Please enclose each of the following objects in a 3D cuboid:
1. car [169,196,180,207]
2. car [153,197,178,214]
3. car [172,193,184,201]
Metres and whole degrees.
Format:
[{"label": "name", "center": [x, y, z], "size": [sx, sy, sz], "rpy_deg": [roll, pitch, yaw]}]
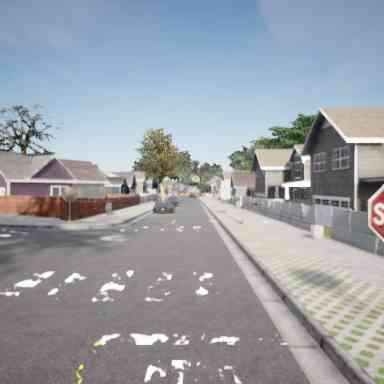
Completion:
[{"label": "car", "center": [-2.754, 1.360, 47.549], "size": [1.837, 1.490, 4.892], "rpy_deg": [0, 0, 0]}, {"label": "car", "center": [-2.782, 1.447, 33.503], "size": [1.994, 1.385, 4.181], "rpy_deg": [0, 0, 0]}, {"label": "car", "center": [-2.642, 0.992, 63.046], "size": [2.033, 1.411, 5.357], "rpy_deg": [0, 0, 0]}]
